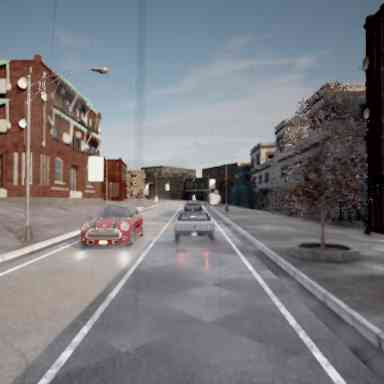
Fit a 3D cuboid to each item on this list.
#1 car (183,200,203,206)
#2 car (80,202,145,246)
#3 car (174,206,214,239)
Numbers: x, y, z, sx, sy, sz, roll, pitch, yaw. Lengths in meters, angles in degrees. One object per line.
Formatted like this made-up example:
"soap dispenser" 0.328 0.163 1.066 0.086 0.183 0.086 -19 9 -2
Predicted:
"car" 0.112 1.584 35.979 2.128 1.511 4.902 0 0 0
"car" -3.495 1.396 15.320 2.097 1.767 4.553 0 0 0
"car" 0.100 1.644 17.518 1.895 1.301 4.718 0 0 0
